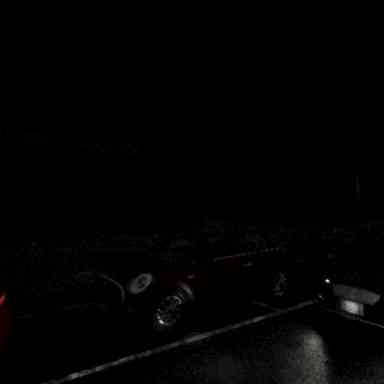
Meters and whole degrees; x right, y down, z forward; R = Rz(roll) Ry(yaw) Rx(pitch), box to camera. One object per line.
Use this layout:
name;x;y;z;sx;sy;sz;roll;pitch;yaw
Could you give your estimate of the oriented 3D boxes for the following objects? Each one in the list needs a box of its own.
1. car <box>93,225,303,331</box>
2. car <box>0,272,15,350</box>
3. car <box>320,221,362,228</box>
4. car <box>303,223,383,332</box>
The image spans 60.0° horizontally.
car;0.118;1.461;6.841;4.097;1.590;1.967;0;0;-36
car;-4.460;1.536;3.573;4.507;1.381;1.887;0;0;-36
car;4.694;1.595;10.111;4.507;1.381;1.887;0;0;-36
car;4.469;1.530;6.572;4.902;1.511;2.128;0;0;-36
